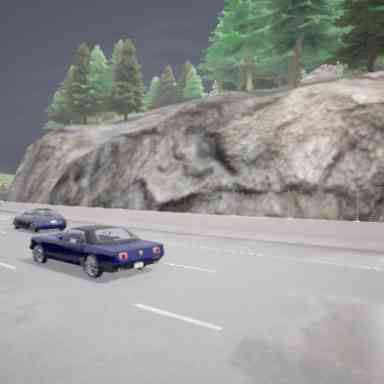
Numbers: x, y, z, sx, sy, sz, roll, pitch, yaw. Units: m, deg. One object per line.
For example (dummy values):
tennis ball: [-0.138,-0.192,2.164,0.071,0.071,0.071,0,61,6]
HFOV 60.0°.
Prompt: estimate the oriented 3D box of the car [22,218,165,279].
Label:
car: [-3.167,1.692,10.409,4.718,1.301,1.895,0,-1,39]

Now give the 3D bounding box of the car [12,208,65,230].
car: [-9.568,1.717,20.789,4.181,1.385,1.994,0,-1,42]
